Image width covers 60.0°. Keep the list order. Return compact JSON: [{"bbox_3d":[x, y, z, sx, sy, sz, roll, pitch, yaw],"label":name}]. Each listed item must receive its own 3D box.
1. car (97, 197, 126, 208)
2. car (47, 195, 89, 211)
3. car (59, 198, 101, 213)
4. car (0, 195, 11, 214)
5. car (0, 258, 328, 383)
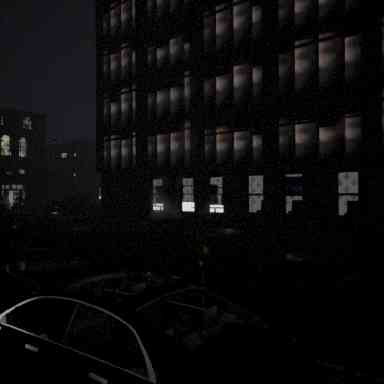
[{"bbox_3d":[-12.374,1.643,51.150,1.967,1.590,4.097,-1,-1,36],"label":"car"},{"bbox_3d":[-15.540,1.366,42.450,2.150,2.045,5.566,0,-1,37],"label":"car"},{"bbox_3d":[-12.151,1.683,37.244,1.802,1.307,4.206,-1,-1,36],"label":"car"},{"bbox_3d":[-21.657,1.315,34.148,2.150,2.045,5.566,0,-1,36],"label":"car"},{"bbox_3d":[-0.922,1.551,3.535,4.403,1.369,2.008,0,0,35],"label":"car"}]
